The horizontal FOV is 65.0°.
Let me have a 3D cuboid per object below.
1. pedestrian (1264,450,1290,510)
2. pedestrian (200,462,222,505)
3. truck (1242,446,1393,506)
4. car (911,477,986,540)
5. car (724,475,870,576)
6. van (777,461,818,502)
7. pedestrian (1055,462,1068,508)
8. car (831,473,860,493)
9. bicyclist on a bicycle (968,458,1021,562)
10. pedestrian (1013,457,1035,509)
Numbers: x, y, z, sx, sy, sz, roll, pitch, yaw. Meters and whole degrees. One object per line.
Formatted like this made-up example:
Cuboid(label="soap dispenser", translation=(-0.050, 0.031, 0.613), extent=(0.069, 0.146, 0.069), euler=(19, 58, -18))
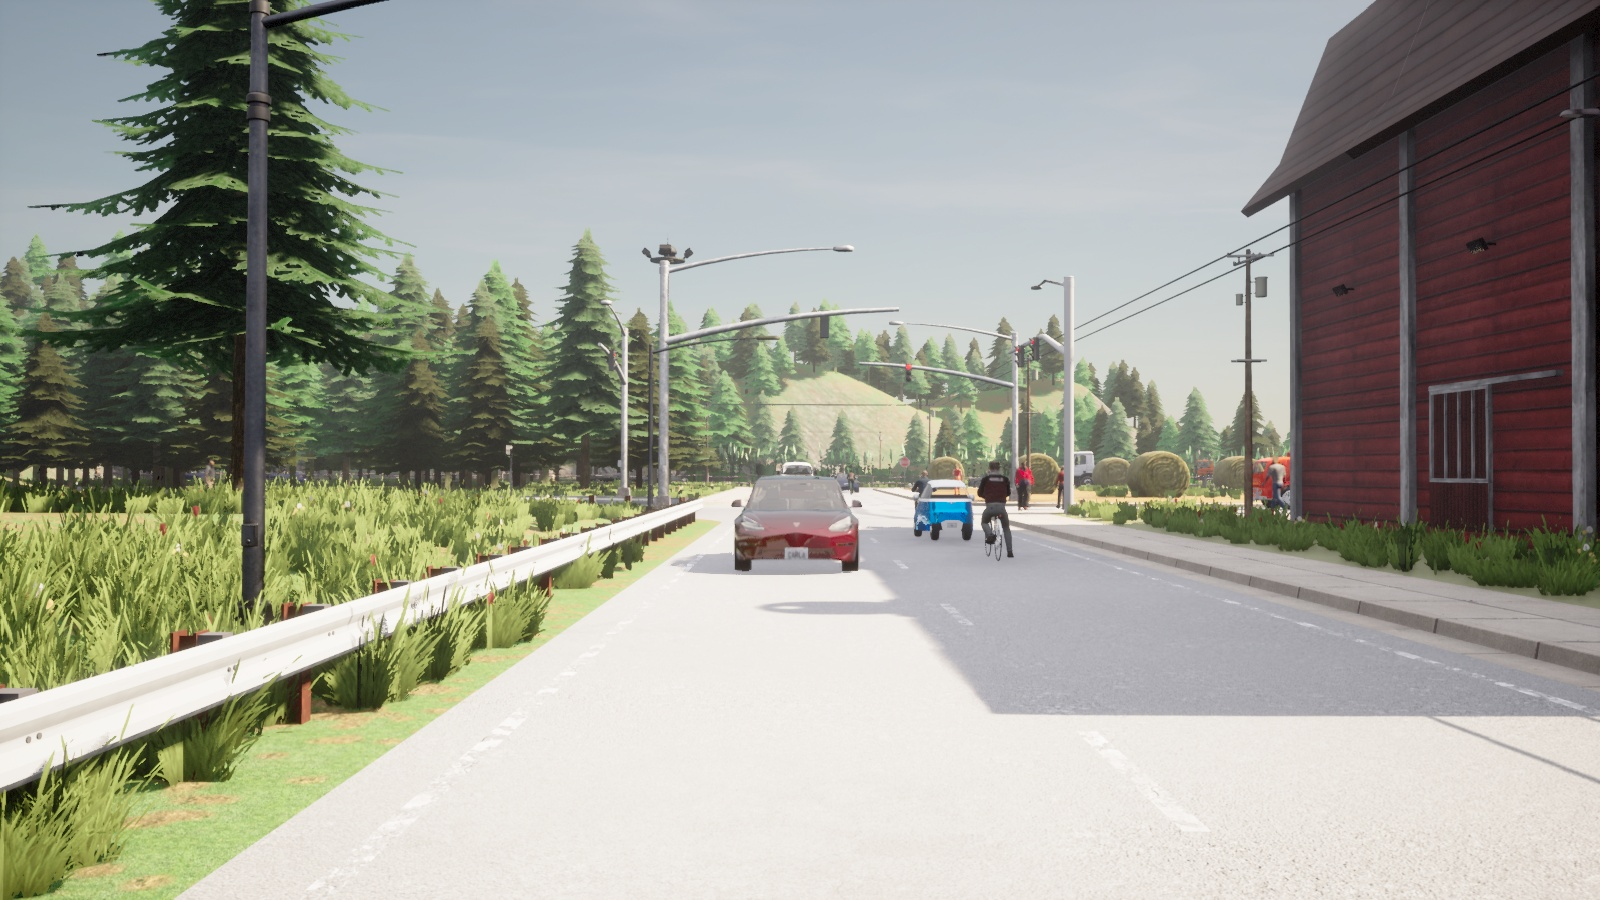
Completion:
Cuboid(label="pedestrian", translation=(14.674, 0.913, 38.641), extent=(0.354, 1.836, 0.706), euler=(0, -1, -19))
Cuboid(label="pedestrian", translation=(-25.913, 1.475, 55.225), extent=(0.694, 1.848, 0.540), euler=(0, -1, 1))
Cuboid(label="truck", translation=(21.534, 1.086, 52.428), extent=(5.204, 2.467, 2.627), euler=(0, -1, -1))
Cuboid(label="car", translation=(3.436, 1.346, 29.387), extent=(1.481, 1.376, 2.207), euler=(0, -1, 0))
Cuboid(label="car", translation=(-0.046, 1.166, 21.043), extent=(2.163, 1.488, 4.792), euler=(0, -1, 0))
Cuboid(label="van", translation=(-0.147, 1.648, 66.456), extent=(2.069, 2.038, 4.480), euler=(0, -1, 0))
Cuboid(label="pedestrian", translation=(10.564, 1.395, 50.767), extent=(0.331, 1.846, 0.636), euler=(0, -1, -4))
Cuboid(label="car", translation=(3.298, 2.396, 91.696), extent=(1.994, 1.385, 4.181), euler=(0, -1, 0))
Cuboid(label="bicyclist on a bicycle", translation=(3.450, 1.045, 22.407), extent=(0.659, 1.776, 1.843), euler=(0, -1, 0))
Cuboid(label="pedestrian", translation=(7.972, 1.162, 44.658), extent=(0.634, 1.844, 0.899), euler=(0, -1, 1))
